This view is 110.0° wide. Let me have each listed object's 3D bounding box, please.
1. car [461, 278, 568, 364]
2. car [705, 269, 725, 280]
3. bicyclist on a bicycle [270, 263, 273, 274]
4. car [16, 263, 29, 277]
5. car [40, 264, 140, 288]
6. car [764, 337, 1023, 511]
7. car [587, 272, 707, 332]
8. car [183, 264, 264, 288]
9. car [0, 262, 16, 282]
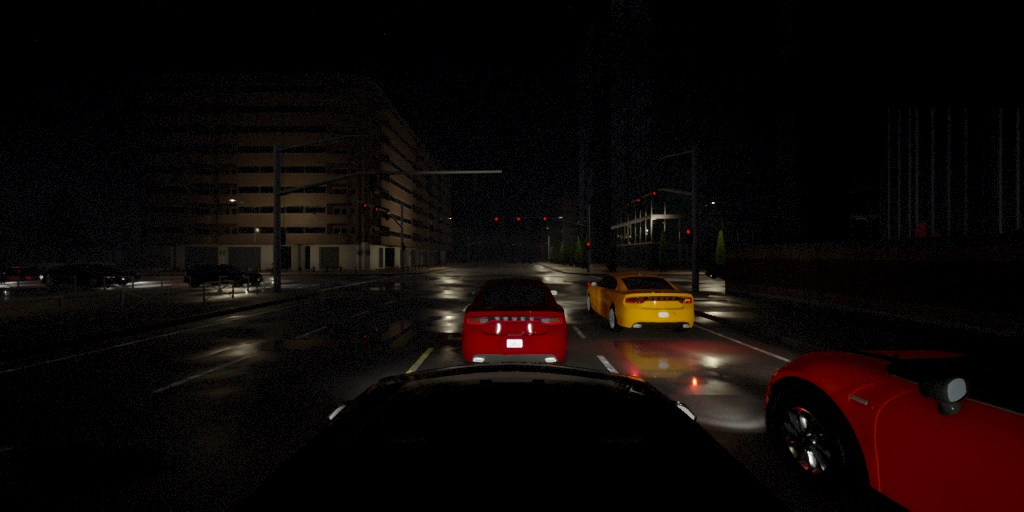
[{"bbox_3d":[0.062,1.227,8.125,1.882,1.535,5.008,0,0,0],"label":"car"},{"bbox_3d":[19.537,1.405,31.195,4.718,1.301,1.895,0,0,0],"label":"car"},{"bbox_3d":[-25.518,1.105,38.670,0.582,1.620,1.656,0,0,0],"label":"bicyclist on a bicycle"},{"bbox_3d":[-50.330,1.296,34.946,4.902,1.511,2.128,0,0,1],"label":"car"},{"bbox_3d":[-28.657,1.310,24.201,4.892,1.490,1.837,0,0,0],"label":"car"},{"bbox_3d":[3.600,1.102,1.752,2.097,1.767,4.553,0,0,0],"label":"car"},{"bbox_3d":[3.582,1.227,10.898,1.882,1.535,5.008,0,0,0],"label":"car"},{"bbox_3d":[-19.417,1.331,24.180,4.674,1.442,1.812,0,0,0],"label":"car"},{"bbox_3d":[-42.236,1.331,27.776,4.674,1.442,1.812,0,0,0],"label":"car"}]
